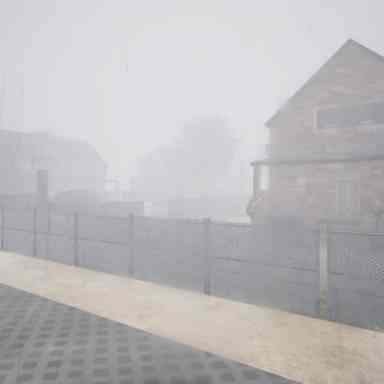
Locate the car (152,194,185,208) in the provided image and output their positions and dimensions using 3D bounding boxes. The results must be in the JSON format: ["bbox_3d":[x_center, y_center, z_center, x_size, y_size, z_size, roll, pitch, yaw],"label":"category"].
[{"bbox_3d":[-2.213,0.864,34.184,1.994,1.385,4.181,1,2,36],"label":"car"}]

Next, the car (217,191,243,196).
[{"bbox_3d":[5.087,0.555,44.334,2.033,1.411,5.357,1,2,36],"label":"car"}]

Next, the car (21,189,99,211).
[{"bbox_3d":[-9.361,0.811,24.193,2.150,2.045,5.566,1,2,36],"label":"car"}]
